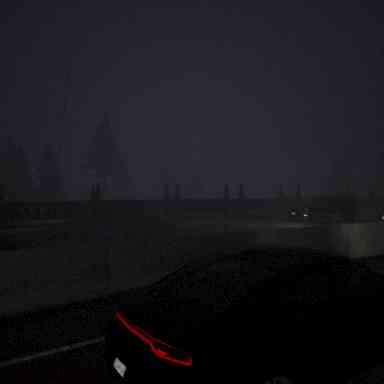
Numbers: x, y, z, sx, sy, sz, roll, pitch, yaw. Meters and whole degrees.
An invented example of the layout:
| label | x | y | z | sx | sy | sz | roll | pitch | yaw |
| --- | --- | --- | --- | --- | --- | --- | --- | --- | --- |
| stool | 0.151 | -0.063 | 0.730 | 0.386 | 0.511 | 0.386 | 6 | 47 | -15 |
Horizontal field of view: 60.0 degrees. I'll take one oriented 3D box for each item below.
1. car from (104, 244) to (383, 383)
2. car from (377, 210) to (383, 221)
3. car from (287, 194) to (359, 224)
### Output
| label | x | y | z | sx | sy | sz | roll | pitch | yaw |
| --- | --- | --- | --- | --- | --- | --- | --- | --- | --- |
| car | 1.399 | 1.463 | 4.457 | 5.008 | 1.535 | 1.882 | 0 | 0 | -33 |
| car | 15.160 | 1.468 | 23.150 | 4.902 | 1.511 | 2.128 | 0 | 0 | -20 |
| car | 9.819 | 1.188 | 24.845 | 5.566 | 2.045 | 2.150 | 0 | 0 | -22 |
